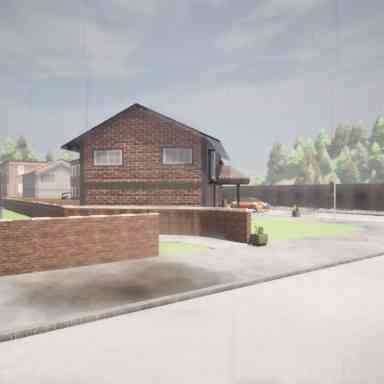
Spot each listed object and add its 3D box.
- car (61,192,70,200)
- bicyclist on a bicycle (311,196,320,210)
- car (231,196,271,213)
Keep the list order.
[{"bbox_3d":[-14.083,0.973,38.794,1.905,1.878,3.866,0,0,-35],"label":"car"},{"bbox_3d":[14.683,1.349,39.508,1.656,1.620,0.582,0,0,-36],"label":"bicyclist on a bicycle"},{"bbox_3d":[6.450,1.352,36.591,2.097,1.767,4.553,0,0,-35],"label":"car"}]
